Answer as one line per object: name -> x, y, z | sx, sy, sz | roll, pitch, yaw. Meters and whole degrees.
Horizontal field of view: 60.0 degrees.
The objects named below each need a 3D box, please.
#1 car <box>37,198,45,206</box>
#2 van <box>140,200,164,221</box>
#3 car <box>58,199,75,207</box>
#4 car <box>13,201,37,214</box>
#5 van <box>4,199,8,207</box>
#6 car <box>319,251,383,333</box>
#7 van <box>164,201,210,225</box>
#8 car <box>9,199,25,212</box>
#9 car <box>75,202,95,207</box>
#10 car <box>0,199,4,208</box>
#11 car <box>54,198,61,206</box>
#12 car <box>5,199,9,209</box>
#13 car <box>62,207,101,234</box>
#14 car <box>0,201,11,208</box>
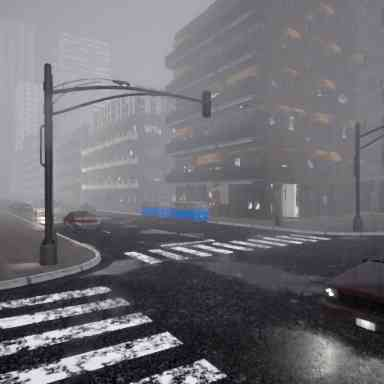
car -> -34.114, 2.387, 77.743 | 2.192, 1.841, 5.009 | -1, 0, -33
van -> -3.353, 1.675, 30.929 | 1.690, 1.788, 3.998 | -1, 0, -33
car -> -21.899, 2.303, 59.159 | 1.752, 1.417, 4.829 | -1, 0, -33
car -> -22.644, 2.242, 45.094 | 1.802, 1.307, 4.206 | -1, 0, -33
van -> -31.877, 2.223, 59.138 | 1.690, 1.788, 3.998 | -1, 0, -33
car -> 4.841, 1.596, 6.414 | 5.357, 1.411, 2.033 | 0, 0, -33
van -> -0.277, 1.601, 26.247 | 1.690, 1.788, 3.998 | -1, 0, -33
car -> -25.723, 2.174, 49.775 | 1.967, 1.590, 4.097 | -1, 0, -33
car -> -15.652, 2.210, 49.654 | 1.802, 1.307, 4.206 | -1, 0, -33
car -> -38.049, 2.344, 68.489 | 2.192, 1.841, 5.009 | -1, 0, -33
car -> -27.962, 2.239, 68.380 | 2.192, 1.841, 5.009 | -1, 0, -33
car -> -28.796, 2.358, 54.457 | 2.008, 1.369, 4.403 | -1, 0, -33
car -> -7.263, 1.874, 21.687 | 1.802, 1.307, 4.206 | -1, 0, -33
car -> -41.134, 2.654, 73.160 | 2.008, 1.369, 4.403 | -1, 0, -33
